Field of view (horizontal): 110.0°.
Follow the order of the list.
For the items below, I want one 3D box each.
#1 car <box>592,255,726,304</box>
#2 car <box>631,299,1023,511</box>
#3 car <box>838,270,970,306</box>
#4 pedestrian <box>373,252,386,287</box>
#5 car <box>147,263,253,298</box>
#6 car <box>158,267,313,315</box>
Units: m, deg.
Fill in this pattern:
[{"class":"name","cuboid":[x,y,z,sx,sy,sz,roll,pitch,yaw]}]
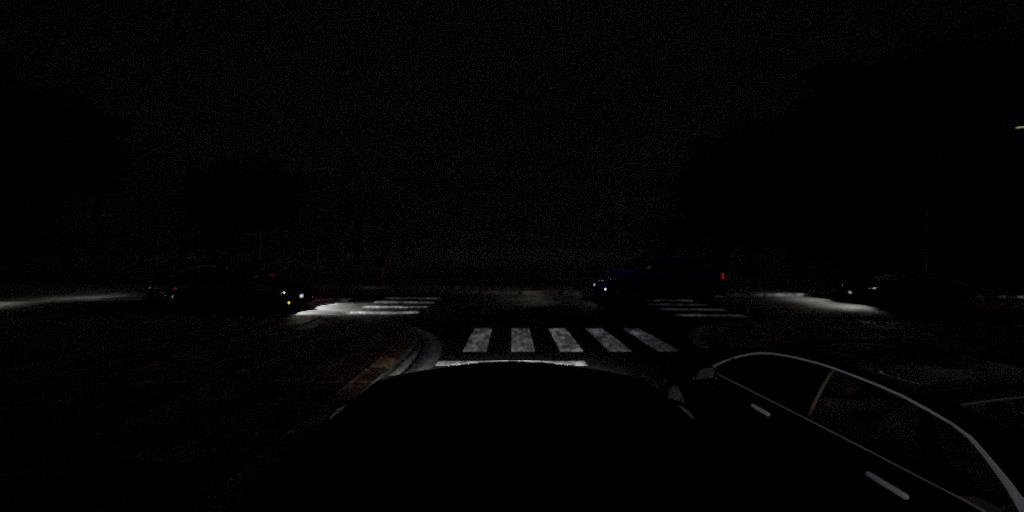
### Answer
[{"class":"car","cuboid":[6.422,0.961,15.901,5.566,2.045,2.150,1,1,0]},{"class":"car","cuboid":[2.635,1.296,2.613,2.007,1.370,4.403,0,0,0]},{"class":"car","cuboid":[17.349,1.362,15.928,4.674,1.442,1.812,1,1,0]},{"class":"pedestrian","cuboid":[-6.912,0.691,18.771,0.375,1.860,0.375,0,1,0]},{"class":"car","cuboid":[-13.271,1.079,15.969,4.902,1.511,2.128,0,1,-1]},{"class":"car","cuboid":[-9.580,1.250,12.916,4.181,1.385,1.994,0,1,0]}]
